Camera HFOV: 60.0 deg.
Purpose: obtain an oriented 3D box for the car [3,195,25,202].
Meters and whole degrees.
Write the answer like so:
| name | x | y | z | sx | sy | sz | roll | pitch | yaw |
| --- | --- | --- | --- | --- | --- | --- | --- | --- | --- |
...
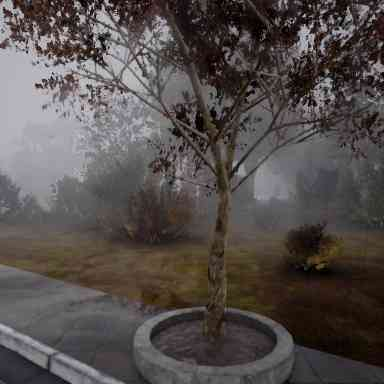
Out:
| name | x | y | z | sx | sy | sz | roll | pitch | yaw |
| --- | --- | --- | --- | --- | --- | --- | --- | --- | --- |
| car | -22.616 | 1.175 | 43.304 | 1.837 | 1.490 | 4.892 | 1 | 0 | 32 |
